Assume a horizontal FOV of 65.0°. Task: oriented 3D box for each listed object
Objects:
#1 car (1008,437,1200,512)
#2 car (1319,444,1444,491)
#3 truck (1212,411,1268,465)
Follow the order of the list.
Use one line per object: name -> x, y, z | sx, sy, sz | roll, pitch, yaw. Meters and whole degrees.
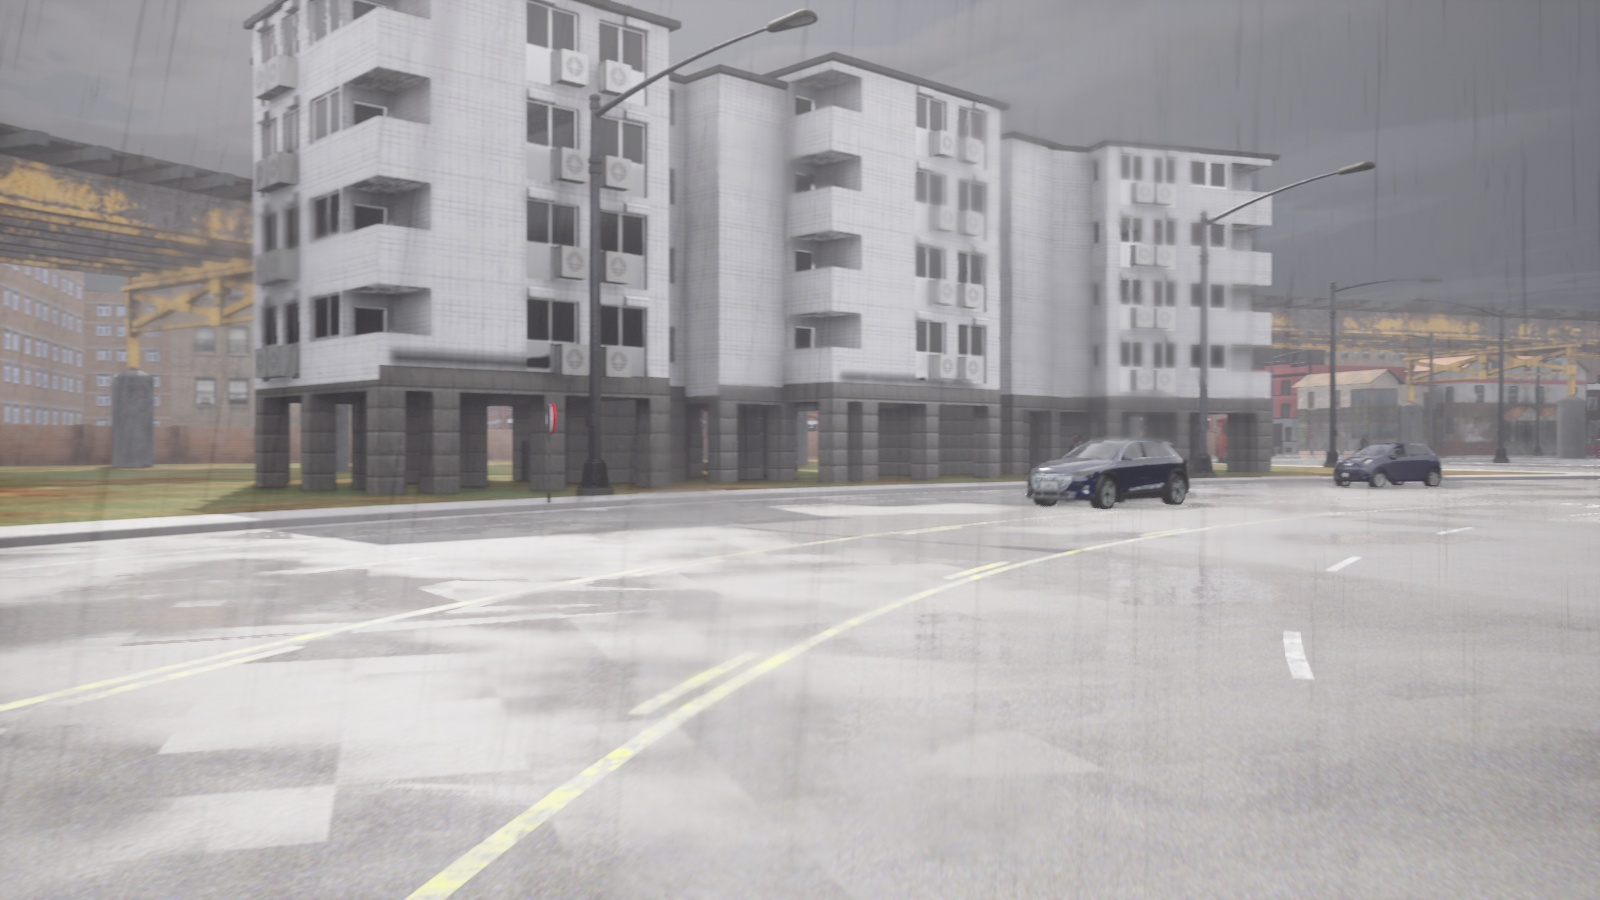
car -> 7.284, 0.523, 29.805 | 4.856, 1.649, 2.033 | 0, 0, -42
car -> 19.533, 0.563, 42.213 | 3.633, 1.501, 1.845 | 0, 0, -23
truck -> 32.706, -0.879, 93.641 | 2.891, 3.827, 8.468 | 0, 0, 12
